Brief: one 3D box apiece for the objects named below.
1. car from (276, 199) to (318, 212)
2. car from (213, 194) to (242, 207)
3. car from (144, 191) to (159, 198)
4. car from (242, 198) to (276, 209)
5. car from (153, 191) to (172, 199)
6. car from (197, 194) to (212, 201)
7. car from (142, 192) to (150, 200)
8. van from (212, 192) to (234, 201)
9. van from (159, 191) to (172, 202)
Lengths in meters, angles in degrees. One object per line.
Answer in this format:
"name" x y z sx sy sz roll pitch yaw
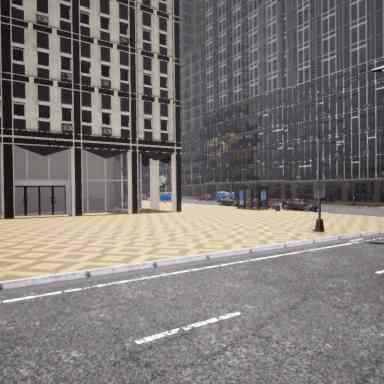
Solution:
"car" 11.659 1.424 35.771 1.947 1.339 4.313 0 1 -34
"car" 5.317 1.319 45.207 1.947 1.339 4.313 0 1 -34
"car" -10.131 0.687 82.822 1.967 1.590 4.097 0 1 -34
"car" 8.471 1.388 40.479 1.802 1.307 4.206 0 1 -34
"car" -6.929 0.615 78.126 2.192 1.841 5.009 0 1 -34
"car" 2.679 1.043 64.042 1.802 1.307 4.206 0 1 -34
"car" -10.650 1.040 68.713 2.008 1.369 4.403 0 1 -34
"van" 5.880 0.855 59.343 1.690 1.788 3.998 0 1 -34
"van" -4.245 0.937 59.319 1.690 1.788 3.998 0 1 -34
